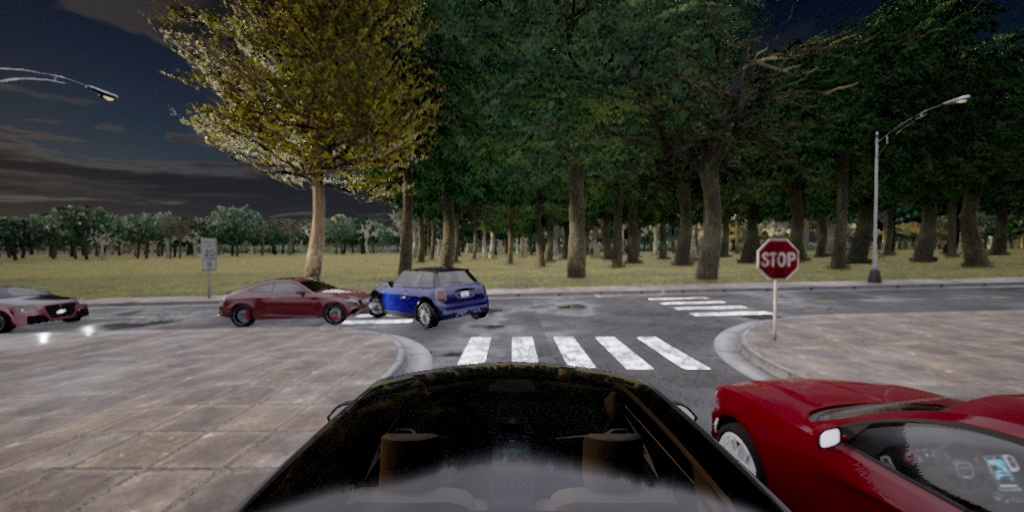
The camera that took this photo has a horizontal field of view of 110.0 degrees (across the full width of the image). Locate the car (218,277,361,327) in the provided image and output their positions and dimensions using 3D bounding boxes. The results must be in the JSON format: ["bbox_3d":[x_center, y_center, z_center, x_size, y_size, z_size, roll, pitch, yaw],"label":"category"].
[{"bbox_3d":[-7.017,1.428,11.878,4.674,1.442,1.812,-1,1,0],"label":"car"}]

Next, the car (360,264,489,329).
[{"bbox_3d":[-2.881,1.144,11.809,4.553,1.767,2.097,-1,1,44],"label":"car"}]

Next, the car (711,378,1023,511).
[{"bbox_3d":[2.635,1.295,1.425,1.888,1.381,4.507,0,0,0],"label":"car"}]

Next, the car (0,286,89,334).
[{"bbox_3d":[-16.960,1.707,11.892,4.181,1.385,1.994,-1,1,0],"label":"car"}]
